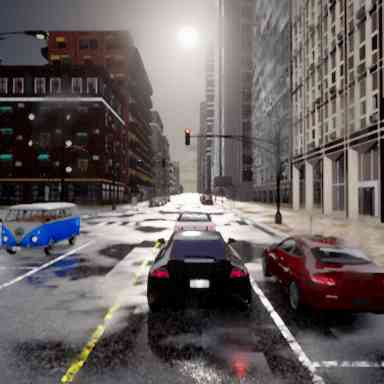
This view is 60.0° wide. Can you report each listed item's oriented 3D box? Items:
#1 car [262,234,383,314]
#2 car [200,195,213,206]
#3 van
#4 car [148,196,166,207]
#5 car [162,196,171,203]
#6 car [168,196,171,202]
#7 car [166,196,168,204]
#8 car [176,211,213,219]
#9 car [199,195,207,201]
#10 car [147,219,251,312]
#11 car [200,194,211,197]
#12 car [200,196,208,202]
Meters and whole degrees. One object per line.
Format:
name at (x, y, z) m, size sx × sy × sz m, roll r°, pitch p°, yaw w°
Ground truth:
car at (2.708, 1.585, 7.332) m, size 1.802 × 1.307 × 4.206 m, roll 1°, pitch 0°, yaw 0°
car at (2.754, 1.601, 56.589) m, size 1.802 × 1.307 × 4.206 m, roll 1°, pitch 0°, yaw 0°
van at (-5.750, 1.347, 13.024) m, size 1.690 × 1.788 × 3.998 m, roll 1°, pitch 0°, yaw 0°
car at (-5.630, 1.568, 50.940) m, size 2.008 × 1.369 × 4.403 m, roll 1°, pitch 0°, yaw 0°
car at (-5.610, 1.605, 73.559) m, size 1.802 × 1.307 × 4.206 m, roll 1°, pitch 0°, yaw 0°
car at (-5.620, 1.586, 62.249) m, size 1.947 × 1.339 × 4.313 m, roll 1°, pitch 0°, yaw 0°
car at (-5.625, 1.570, 56.595) m, size 2.008 × 1.369 × 4.403 m, roll 1°, pitch 0°, yaw 0°
car at (0.112, 1.608, 16.614) m, size 1.895 × 1.301 × 4.718 m, roll 0°, pitch 0°, yaw 0°
car at (2.781, 1.577, 84.862) m, size 2.008 × 1.369 × 4.403 m, roll 1°, pitch 0°, yaw 0°
car at (0.112, 1.567, 7.797) m, size 1.994 × 1.385 × 4.181 m, roll 0°, pitch 0°, yaw -1°
car at (2.764, 1.336, 62.244) m, size 2.192 × 1.841 × 5.009 m, roll 1°, pitch 0°, yaw 0°
car at (2.776, 1.607, 79.208) m, size 1.802 × 1.307 × 4.206 m, roll 1°, pitch 0°, yaw 0°
